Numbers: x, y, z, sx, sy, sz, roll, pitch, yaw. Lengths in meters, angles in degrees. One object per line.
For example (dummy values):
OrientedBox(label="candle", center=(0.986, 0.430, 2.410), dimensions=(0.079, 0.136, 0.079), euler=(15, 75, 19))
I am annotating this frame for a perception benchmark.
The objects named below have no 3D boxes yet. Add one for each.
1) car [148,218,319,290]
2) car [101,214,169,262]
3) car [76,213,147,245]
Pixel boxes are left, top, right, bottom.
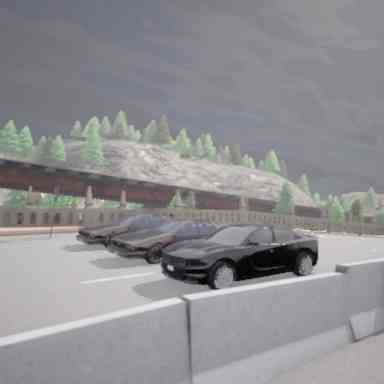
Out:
OrientedBox(label="car", center=(1.526, 1.616, 9.376), dimensions=(5.008, 1.535, 1.882), euler=(2, -1, -35))
OrientedBox(label="car", center=(-0.292, 1.695, 12.379), dimensions=(5.357, 1.411, 2.033), euler=(2, -1, -35))
OrientedBox(label="car", center=(-2.363, 1.693, 15.201), dimensions=(5.357, 1.411, 2.033), euler=(2, -1, -35))
